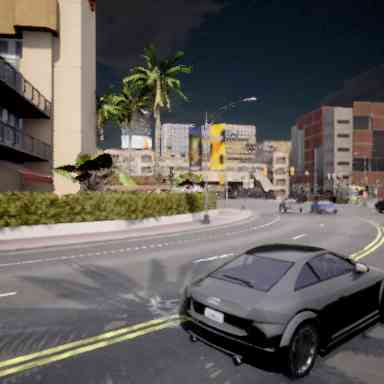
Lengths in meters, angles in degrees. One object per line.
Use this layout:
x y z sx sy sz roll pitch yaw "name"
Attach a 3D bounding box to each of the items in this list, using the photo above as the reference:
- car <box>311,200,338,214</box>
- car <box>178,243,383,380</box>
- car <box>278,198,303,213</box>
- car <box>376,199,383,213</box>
14.223 1.610 36.048 1.812 1.442 4.674 0 0 5 "car"
1.811 1.578 5.630 4.181 1.385 1.994 0 0 -40 "car"
10.768 1.417 36.631 1.812 1.442 4.674 0 0 3 "car"
21.019 1.293 34.131 2.150 2.045 5.566 0 0 8 "car"
